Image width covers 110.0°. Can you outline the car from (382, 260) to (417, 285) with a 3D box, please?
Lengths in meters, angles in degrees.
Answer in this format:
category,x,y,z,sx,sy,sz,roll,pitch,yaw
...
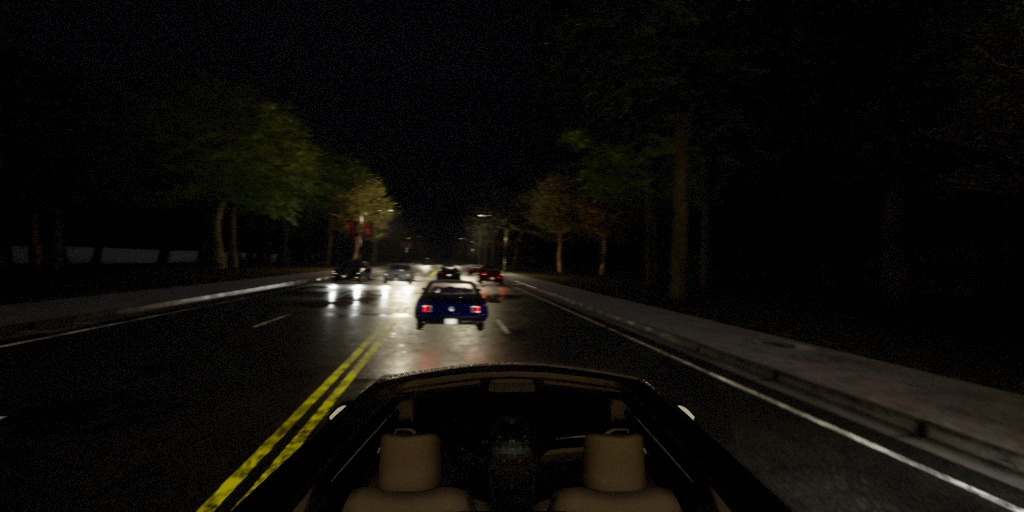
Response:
category,x,y,z,sx,sy,sz,roll,pitch,yaw
car,-8.027,1.241,25.898,1.812,1.442,4.674,2,-1,-10

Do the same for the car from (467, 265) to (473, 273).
category,x,y,z,sx,sy,sz,roll,pitch,yaw
car,-4.389,1.684,43.134,1.895,1.301,4.718,2,-1,-10

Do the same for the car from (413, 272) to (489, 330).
category,x,y,z,sx,sy,sz,roll,pitch,yaw
car,-1.910,1.381,11.244,1.895,1.301,4.718,2,-1,-10

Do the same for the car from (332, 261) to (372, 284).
category,x,y,z,sx,sy,sz,roll,pitch,yaw
car,-11.262,1.090,25.542,1.837,1.490,4.892,2,-1,-10

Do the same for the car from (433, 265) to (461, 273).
category,x,y,z,sx,sy,sz,roll,pitch,yaw
car,-5.164,1.435,29.425,1.994,1.385,4.181,2,-1,-10

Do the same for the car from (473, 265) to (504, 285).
category,x,y,z,sx,sy,sz,roll,pitch,yaw
car,-1.877,1.525,29.419,1.812,1.442,4.674,2,-1,-10
